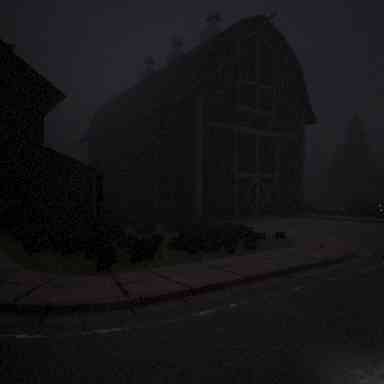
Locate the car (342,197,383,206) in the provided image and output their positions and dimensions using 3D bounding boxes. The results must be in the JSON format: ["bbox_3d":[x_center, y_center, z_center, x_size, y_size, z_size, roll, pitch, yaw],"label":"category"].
[{"bbox_3d":[18.272,1.363,35.134,2.097,1.767,4.553,0,0,-34],"label":"car"}]
